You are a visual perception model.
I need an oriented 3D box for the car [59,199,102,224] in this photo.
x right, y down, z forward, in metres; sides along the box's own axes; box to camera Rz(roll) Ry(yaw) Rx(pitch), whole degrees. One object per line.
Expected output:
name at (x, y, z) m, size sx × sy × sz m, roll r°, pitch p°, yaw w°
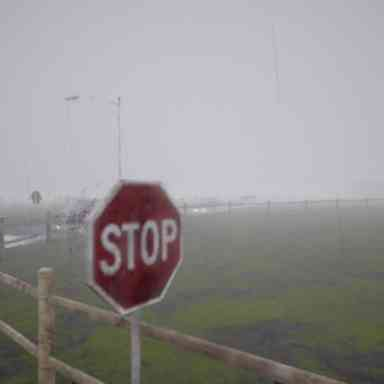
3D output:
car at (-7.781, 1.358, 25.154) m, size 2.097 × 1.767 × 4.553 m, roll 0°, pitch 0°, yaw 26°

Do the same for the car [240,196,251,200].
car at (9.865, 0.895, 57.761) m, size 1.895 × 1.301 × 4.718 m, roll 0°, pitch 0°, yaw 32°

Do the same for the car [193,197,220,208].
car at (2.028, 1.347, 44.542) m, size 2.033 × 1.411 × 5.357 m, roll 0°, pitch 1°, yaw 28°
